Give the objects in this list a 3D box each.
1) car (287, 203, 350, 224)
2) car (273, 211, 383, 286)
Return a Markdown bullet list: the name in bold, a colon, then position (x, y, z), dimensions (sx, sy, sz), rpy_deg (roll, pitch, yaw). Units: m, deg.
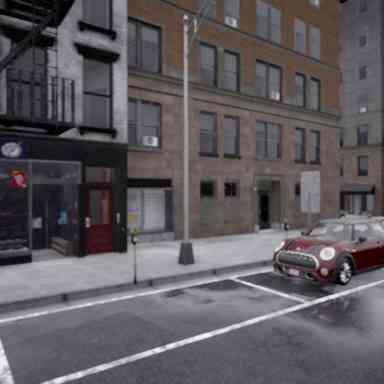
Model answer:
- **car**: position (11.112, 1.852, 29.625), dimensions (1.882, 1.535, 5.008), rpy_deg (0, 0, -37)
- **car**: position (4.194, 1.505, 9.531), dimensions (4.097, 1.590, 1.967), rpy_deg (1, -1, -35)
